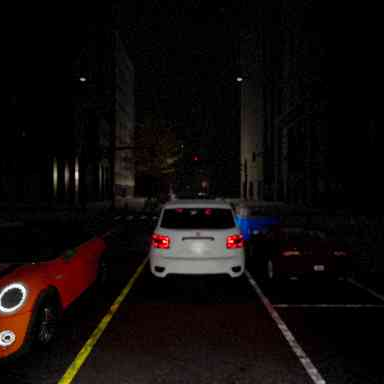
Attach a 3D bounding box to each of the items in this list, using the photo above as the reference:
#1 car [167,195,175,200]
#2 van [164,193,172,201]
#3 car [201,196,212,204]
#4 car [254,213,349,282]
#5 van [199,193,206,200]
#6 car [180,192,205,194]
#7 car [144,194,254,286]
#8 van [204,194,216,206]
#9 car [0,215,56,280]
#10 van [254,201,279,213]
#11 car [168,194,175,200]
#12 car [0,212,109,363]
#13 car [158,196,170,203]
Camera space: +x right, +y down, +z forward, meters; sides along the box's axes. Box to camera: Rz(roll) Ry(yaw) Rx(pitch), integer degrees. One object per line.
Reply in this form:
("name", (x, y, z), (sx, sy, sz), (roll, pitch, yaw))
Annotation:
("car", (-5.734, 1.441, 89.939), (1.947, 1.339, 4.313), (0, 0, 0))
("van", (-5.737, 1.224, 79.362), (1.690, 1.788, 3.998), (0, 0, 0))
("car", (2.783, 1.441, 63.847), (1.887, 1.381, 4.507), (0, 0, 0))
("car", (2.781, 1.524, 9.512), (1.887, 1.381, 4.507), (0, 0, 0))
("van", (2.790, 1.219, 85.500), (1.690, 1.788, 3.998), (0, 0, 0))
("car", (0.106, 1.181, 19.848), (2.150, 2.045, 5.566), (0, 0, 0))
("car", (0.112, 1.201, 9.487), (2.150, 2.045, 5.566), (0, 0, 0))
("van", (2.781, 1.250, 53.021), (1.690, 1.788, 3.998), (0, 0, 0))
("car", (-5.774, 1.524, 9.532), (1.887, 1.381, 4.507), (0, 0, 0))
("van", (2.784, 1.310, 15.036), (1.690, 1.788, 3.998), (0, 0, 0))
("car", (-5.733, 1.398, 95.059), (1.752, 1.417, 4.829), (0, 0, 0))
("car", (-3.066, 1.337, 6.121), (2.097, 1.767, 4.553), (0, 0, 0))
("car", (-5.740, 1.443, 68.784), (2.008, 1.369, 4.403), (0, 0, 0))
